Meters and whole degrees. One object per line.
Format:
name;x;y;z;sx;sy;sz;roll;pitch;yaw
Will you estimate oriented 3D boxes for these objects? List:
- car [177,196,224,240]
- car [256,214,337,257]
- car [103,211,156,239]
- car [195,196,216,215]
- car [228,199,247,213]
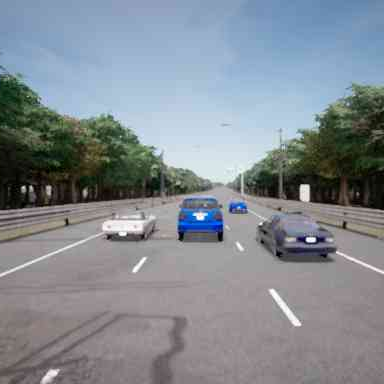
car;0.464;1.232;17.330;2.150;2.045;5.566;0;0;2
car;3.817;1.558;12.994;2.033;1.411;5.357;0;0;2
car;-3.044;1.607;17.251;1.895;1.301;4.718;0;0;2
car;1.480;1.373;35.397;2.097;1.767;4.553;0;0;4
car;5.176;1.505;37.919;1.882;1.535;5.008;0;0;4
